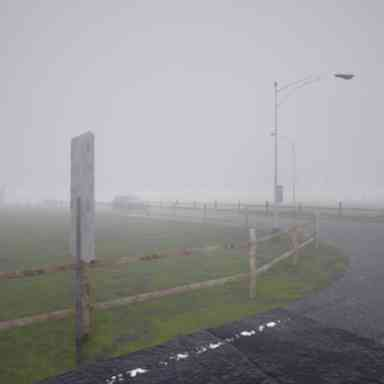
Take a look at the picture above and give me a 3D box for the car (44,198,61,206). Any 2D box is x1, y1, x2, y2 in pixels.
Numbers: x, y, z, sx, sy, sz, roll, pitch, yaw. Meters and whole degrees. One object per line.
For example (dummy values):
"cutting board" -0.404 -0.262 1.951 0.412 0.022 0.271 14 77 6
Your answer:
"car" -25.867 1.803 61.739 2.033 1.411 5.357 0 0 -40

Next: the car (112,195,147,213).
"car" -7.421 1.370 39.383 2.150 2.045 5.566 0 0 -40
